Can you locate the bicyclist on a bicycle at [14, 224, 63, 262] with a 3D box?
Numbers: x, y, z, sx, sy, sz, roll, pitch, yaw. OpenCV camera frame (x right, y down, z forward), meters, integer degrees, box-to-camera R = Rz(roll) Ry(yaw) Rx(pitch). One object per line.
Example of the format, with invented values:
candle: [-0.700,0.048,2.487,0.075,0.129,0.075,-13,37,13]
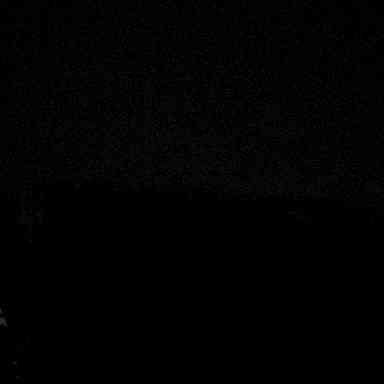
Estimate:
bicyclist on a bicycle: [-5.546,1.738,12.132,1.656,1.620,0.582,4,-3,-35]
